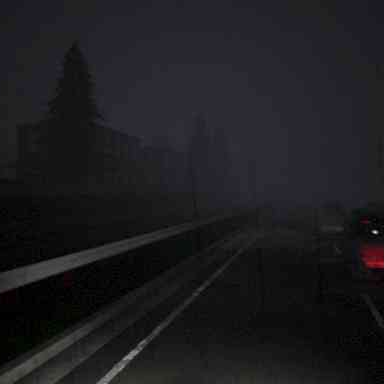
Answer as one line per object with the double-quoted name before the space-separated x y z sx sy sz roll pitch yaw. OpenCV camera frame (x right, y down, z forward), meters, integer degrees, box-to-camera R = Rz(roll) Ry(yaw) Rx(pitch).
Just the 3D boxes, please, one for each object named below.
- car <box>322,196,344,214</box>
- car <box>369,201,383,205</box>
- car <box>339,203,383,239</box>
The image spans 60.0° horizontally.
"car" 15.378 1.557 36.381 1.882 1.535 5.008 1 0 18
"car" 17.341 1.614 31.174 1.882 1.535 5.008 1 0 18
"car" 9.116 1.571 17.462 1.837 1.490 4.892 1 0 18
